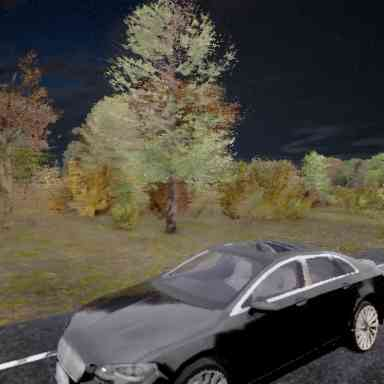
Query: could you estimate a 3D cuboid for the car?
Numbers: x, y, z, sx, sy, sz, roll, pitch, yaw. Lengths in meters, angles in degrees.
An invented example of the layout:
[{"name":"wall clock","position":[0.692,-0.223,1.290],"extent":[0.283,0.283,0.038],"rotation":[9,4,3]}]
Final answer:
[{"name":"car","position":[0.779,1.489,4.547],"extent":[4.902,1.511,2.128],"rotation":[0,0,-35]}]
